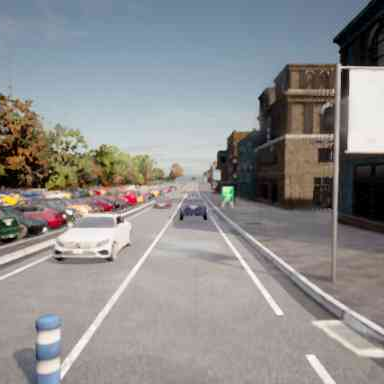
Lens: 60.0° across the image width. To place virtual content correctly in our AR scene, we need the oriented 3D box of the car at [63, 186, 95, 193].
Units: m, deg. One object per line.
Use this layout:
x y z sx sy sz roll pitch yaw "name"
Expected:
-22.440 0.104 64.211 5.566 2.045 2.435 0 2 1 "car"

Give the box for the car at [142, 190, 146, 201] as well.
-9.731 0.878 47.433 5.366 1.575 1.946 0 2 1 "car"

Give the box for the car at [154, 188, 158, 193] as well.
-9.411 0.502 61.342 5.008 1.535 2.097 0 2 1 "car"

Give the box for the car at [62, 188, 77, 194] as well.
-22.552 0.584 55.866 5.008 1.535 2.097 0 2 1 "car"

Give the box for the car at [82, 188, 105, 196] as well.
-22.333 -0.084 75.348 4.553 1.767 2.185 0 2 1 "car"

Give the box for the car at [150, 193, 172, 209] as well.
-3.309 1.152 38.399 1.812 1.442 4.674 0 1 0 "car"

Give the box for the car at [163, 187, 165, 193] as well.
-9.258 0.142 75.255 4.792 1.488 2.163 0 2 1 "car"

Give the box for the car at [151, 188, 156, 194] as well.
-9.447 0.579 58.561 5.008 1.535 2.097 0 2 1 "car"

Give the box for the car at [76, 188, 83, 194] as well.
-22.528 0.509 58.651 4.892 1.521 2.231 0 2 1 "car"

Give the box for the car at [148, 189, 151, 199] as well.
-9.500 0.733 52.996 4.892 1.521 2.231 0 2 1 "car"

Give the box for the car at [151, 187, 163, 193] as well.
-9.179 0.346 66.906 5.366 1.575 1.946 0 2 1 "car"

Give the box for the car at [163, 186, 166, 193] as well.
-9.238 -0.007 80.819 4.674 1.452 2.002 0 2 1 "car"

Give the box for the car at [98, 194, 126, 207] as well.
-9.669 1.241 33.515 5.008 1.535 2.097 0 1 1 "car"

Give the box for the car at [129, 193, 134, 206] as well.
-9.620 1.148 39.087 4.674 1.452 2.002 0 2 1 "car"

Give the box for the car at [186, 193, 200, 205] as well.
0.140 0.907 47.756 1.837 1.490 4.892 0 2 0 "car"

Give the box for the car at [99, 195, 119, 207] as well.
-9.694 1.296 30.726 5.008 1.535 2.097 0 1 0 "car"

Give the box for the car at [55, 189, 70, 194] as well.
-22.576 0.701 53.083 4.674 1.452 2.002 0 2 1 "car"

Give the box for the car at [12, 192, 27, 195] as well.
-22.698 1.040 39.040 5.008 1.535 2.097 0 1 1 "car"

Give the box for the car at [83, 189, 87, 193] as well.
-22.524 0.461 61.433 4.792 1.488 2.163 0 2 1 "car"

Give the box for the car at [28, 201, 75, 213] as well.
-9.832 1.461 19.583 4.792 1.488 2.163 0 0 1 "car"

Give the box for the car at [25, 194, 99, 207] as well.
-9.782 1.256 25.149 4.553 1.767 2.185 0 1 1 "car"

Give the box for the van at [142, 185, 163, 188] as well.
-9.195 -0.032 72.401 4.442 1.987 1.878 0 2 1 "van"

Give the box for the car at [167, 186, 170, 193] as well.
-9.343 -0.294 89.166 5.366 1.575 1.946 0 2 1 "car"

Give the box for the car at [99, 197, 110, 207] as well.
-9.729 1.383 27.938 4.674 1.452 2.002 0 1 1 "car"

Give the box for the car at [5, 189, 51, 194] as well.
-22.621 0.636 44.724 5.566 2.045 2.435 0 2 1 "car"

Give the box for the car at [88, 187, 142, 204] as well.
-9.624 0.781 41.861 5.566 2.045 2.435 0 2 1 "car"

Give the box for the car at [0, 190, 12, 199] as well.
-22.760 0.985 36.253 4.553 1.767 2.185 0 1 1 "car"

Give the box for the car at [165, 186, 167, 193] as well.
-9.177 -0.252 83.596 4.553 1.767 2.185 0 2 1 "car"

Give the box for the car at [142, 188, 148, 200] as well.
-9.489 0.685 50.085 4.553 1.767 2.185 0 2 1 "car"

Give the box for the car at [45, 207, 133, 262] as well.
-3.346 1.485 12.108 1.812 1.442 4.674 0 0 0 "car"

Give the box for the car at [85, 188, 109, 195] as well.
-22.345 -0.039 78.136 5.008 1.535 2.097 0 2 1 "car"

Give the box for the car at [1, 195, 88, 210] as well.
-9.808 1.286 22.369 4.553 1.767 2.185 0 1 1 "car"

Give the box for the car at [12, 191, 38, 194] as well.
-22.862 0.958 41.949 5.366 1.575 1.946 0 2 1 "car"

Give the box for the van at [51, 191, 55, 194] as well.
-22.507 0.586 47.508 4.442 1.987 1.878 0 2 1 "van"

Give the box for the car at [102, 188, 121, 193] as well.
-22.181 -0.413 92.055 4.792 1.488 2.163 0 2 1 "car"

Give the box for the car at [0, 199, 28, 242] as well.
-9.822 1.323 14.007 4.553 1.767 2.185 0 0 1 "car"

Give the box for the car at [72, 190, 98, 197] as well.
-22.421 0.238 69.787 4.674 1.452 2.002 0 2 1 "car"

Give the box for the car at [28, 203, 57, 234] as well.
-9.799 1.474 16.795 4.792 1.488 2.163 0 0 1 "car"

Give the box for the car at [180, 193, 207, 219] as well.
0.106 1.202 27.443 2.097 1.767 4.553 0 1 0 "car"

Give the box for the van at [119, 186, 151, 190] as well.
-9.583 0.429 55.773 4.442 1.987 1.878 0 2 1 "van"

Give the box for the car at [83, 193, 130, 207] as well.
-9.620 1.208 36.301 4.792 1.488 2.163 0 1 1 "car"

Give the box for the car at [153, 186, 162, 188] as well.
-9.306 0.144 69.686 4.553 1.767 2.185 0 2 1 "car"
